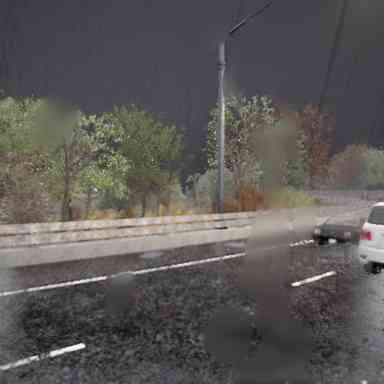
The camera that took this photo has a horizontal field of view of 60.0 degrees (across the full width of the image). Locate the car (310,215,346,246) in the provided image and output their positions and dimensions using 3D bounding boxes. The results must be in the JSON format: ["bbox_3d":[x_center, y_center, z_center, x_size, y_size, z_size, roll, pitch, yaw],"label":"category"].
[{"bbox_3d":[7.203,1.679,14.823,4.718,1.301,1.895,0,0,-44],"label":"car"}]

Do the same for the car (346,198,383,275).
[{"bbox_3d":[6.836,1.280,9.662,5.566,2.045,2.150,0,0,-42],"label":"car"}]
